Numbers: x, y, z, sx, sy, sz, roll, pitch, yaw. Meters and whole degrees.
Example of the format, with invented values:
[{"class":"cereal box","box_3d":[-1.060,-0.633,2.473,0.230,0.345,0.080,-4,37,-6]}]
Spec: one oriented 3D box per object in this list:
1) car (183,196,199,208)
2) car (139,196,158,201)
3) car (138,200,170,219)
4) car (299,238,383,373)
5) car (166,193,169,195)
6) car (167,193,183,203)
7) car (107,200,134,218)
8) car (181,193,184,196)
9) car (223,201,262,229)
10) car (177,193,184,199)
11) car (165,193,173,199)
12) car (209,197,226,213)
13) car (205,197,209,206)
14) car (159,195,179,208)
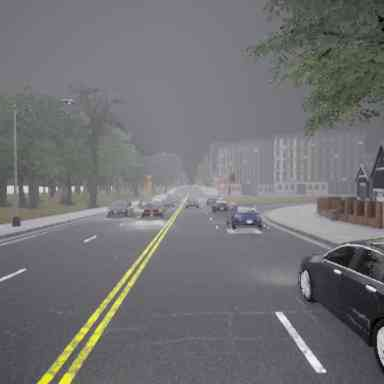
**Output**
[{"class":"car","box_3d":[0.062,1.599,48.561,2.033,1.411,5.357,0,0,0]},{"class":"car","box_3d":[-6.634,1.544,48.618,2.128,1.511,4.902,0,0,0]},{"class":"car","box_3d":[-3.373,1.637,29.984,1.895,1.301,4.718,0,0,0]},{"class":"car","box_3d":[3.246,1.513,5.357,1.837,1.490,4.892,0,0,0]},{"class":"car","box_3d":[-6.562,1.451,79.529,1.812,1.442,4.674,0,0,0]},{"class":"car","box_3d":[-3.338,1.528,64.774,1.837,1.490,4.892,0,0,1]},{"class":"car","box_3d":[-6.624,1.542,31.240,1.837,1.490,4.892,0,0,0]},{"class":"car","box_3d":[-3.313,1.421,80.139,1.837,1.490,4.892,0,0,0]},{"class":"car","box_3d":[3.334,1.556,21.596,1.812,1.442,4.674,0,0,0]},{"class":"car","box_3d":[-3.325,1.115,95.516,1.882,1.535,5.008,0,1,0]},{"class":"car","box_3d":[-6.574,1.204,94.809,1.837,1.490,4.892,0,1,0]},{"class":"car","box_3d":[3.221,1.567,37.869,1.812,1.442,4.674,0,0,0]},{"class":"car","box_3d":[3.304,1.535,54.670,2.128,1.511,4.902,0,0,0]},{"class":"car","box_3d":[-3.384,1.557,49.101,1.837,1.490,4.892,0,0,0]}]
